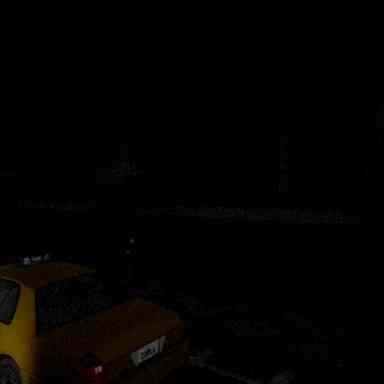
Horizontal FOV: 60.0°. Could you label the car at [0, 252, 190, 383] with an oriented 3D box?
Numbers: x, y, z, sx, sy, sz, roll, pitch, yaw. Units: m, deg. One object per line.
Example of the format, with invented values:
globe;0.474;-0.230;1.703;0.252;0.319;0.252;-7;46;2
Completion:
car;-2.304;1.525;4.601;4.829;1.417;1.752;0;0;35
